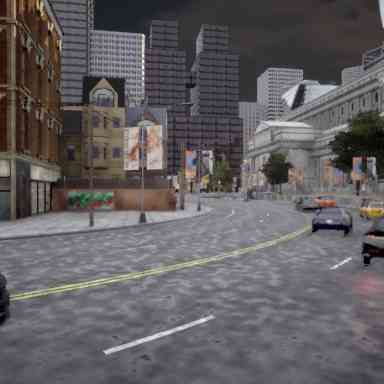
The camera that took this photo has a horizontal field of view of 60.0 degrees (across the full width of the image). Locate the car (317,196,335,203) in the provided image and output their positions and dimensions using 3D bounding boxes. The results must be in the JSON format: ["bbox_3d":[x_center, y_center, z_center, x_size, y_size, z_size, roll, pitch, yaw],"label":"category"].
[{"bbox_3d":[17.002,1.327,43.771,2.097,1.767,4.553,0,0,-1],"label":"car"}]

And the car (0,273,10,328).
[{"bbox_3d":[-5.116,1.471,4.134,5.008,1.535,1.882,0,1,-32],"label":"car"}]

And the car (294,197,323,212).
[{"bbox_3d":[13.474,1.541,39.144,1.994,1.385,4.181,0,0,4],"label":"car"}]

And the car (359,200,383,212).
[{"bbox_3d":[14.809,1.444,26.862,1.801,1.575,5.366,0,0,17],"label":"car"}]

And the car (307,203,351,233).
[{"bbox_3d":[8.310,1.553,19.619,1.994,1.385,4.181,0,0,28],"label":"car"}]

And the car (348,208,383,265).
[{"bbox_3d":[6.905,1.488,10.820,2.128,1.511,4.902,0,0,38],"label":"car"}]
